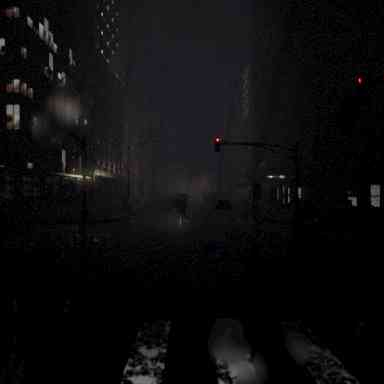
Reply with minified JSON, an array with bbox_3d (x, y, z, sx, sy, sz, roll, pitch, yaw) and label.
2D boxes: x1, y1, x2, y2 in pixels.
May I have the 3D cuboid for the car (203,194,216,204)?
[{"bbox_3d":[3.674,1.282,63.906,2.192,1.841,5.009,0,0,0],"label":"car"}]

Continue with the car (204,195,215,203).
[{"bbox_3d":[3.642,1.399,69.434,1.967,1.590,4.097,0,0,0],"label":"car"}]

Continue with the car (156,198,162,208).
[{"bbox_3d":[-4.107,1.570,47.277,1.802,1.307,4.206,0,0,0],"label":"car"}]

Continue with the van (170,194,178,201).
[{"bbox_3d":[-4.305,1.282,80.442,1.690,1.788,3.998,0,0,0],"label":"van"}]

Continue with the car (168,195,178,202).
[{"bbox_3d":[-4.272,1.390,74.915,1.967,1.590,4.097,0,0,0],"label":"car"}]

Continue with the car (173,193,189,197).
[{"bbox_3d":[-1.684,1.193,57.843,2.150,2.045,5.566,0,1,0],"label":"car"}]

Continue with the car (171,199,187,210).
[{"bbox_3d":[-1.615,1.592,43.644,1.895,1.301,4.718,0,0,0],"label":"car"}]

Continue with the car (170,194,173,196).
[{"bbox_3d":[-4.206,1.533,63.859,1.947,1.339,4.313,0,0,0],"label":"car"}]

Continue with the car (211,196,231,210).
[{"bbox_3d":[3.855,1.559,41.797,1.947,1.339,4.313,0,0,0],"label":"car"}]

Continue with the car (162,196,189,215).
[{"bbox_3d":[-1.569,1.492,33.724,2.128,1.511,4.902,0,0,-1],"label":"car"}]

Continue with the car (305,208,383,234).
[{"bbox_3d":[9.365,1.708,20.352,4.674,1.442,1.812,1,0,-3],"label":"car"}]

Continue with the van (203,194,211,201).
[{"bbox_3d":[3.576,1.282,80.489,1.690,1.788,3.998,0,0,0],"label":"van"}]
